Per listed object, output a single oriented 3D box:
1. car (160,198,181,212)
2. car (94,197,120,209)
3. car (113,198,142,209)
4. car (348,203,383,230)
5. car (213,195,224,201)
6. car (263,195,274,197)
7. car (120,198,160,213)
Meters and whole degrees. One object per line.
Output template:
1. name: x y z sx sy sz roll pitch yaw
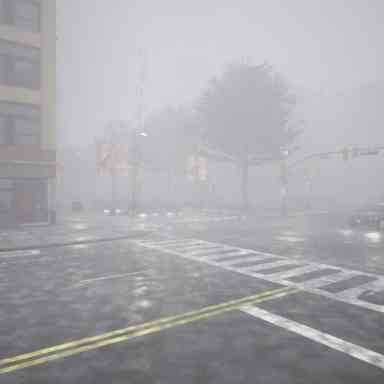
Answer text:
1. car: -3.207 1.505 39.050 1.837 1.490 4.892 0 0 -36
2. car: -11.694 1.478 44.871 1.882 1.535 5.008 0 0 -35
3. car: -9.260 1.547 47.490 2.033 1.411 5.357 0 0 -35
4. car: 11.798 1.505 21.048 4.892 1.490 1.837 0 0 -36
5. car: 5.696 1.413 79.530 2.161 1.482 4.786 0 0 -36
6. car: 16.184 1.320 72.064 2.002 1.452 4.674 0 0 -36
7. car: -5.862 1.505 36.747 1.837 1.490 4.892 0 0 -36
